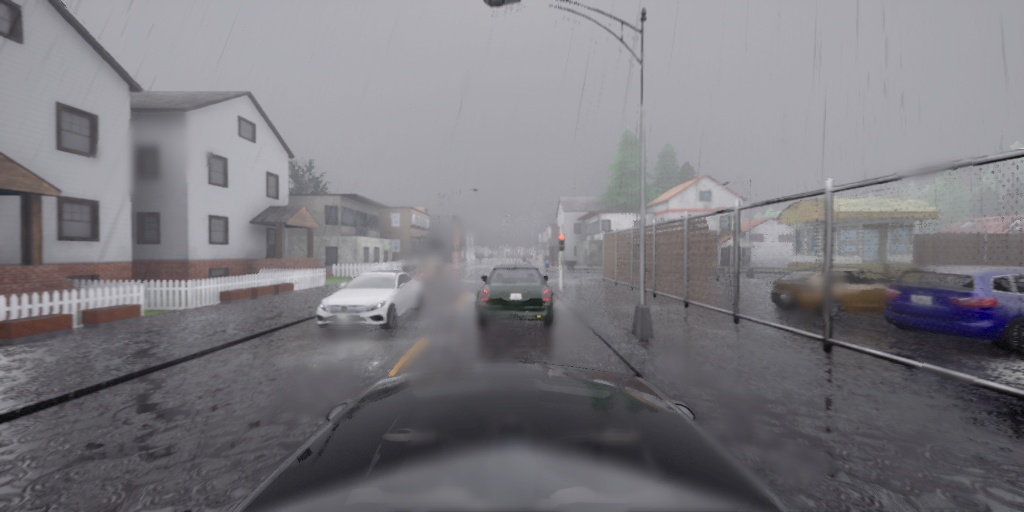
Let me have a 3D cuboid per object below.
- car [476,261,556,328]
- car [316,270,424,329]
[{"bbox_3d":[0.094,1.006,11.182,2.097,1.767,4.553,0,1,0],"label":"car"},{"bbox_3d":[-4.009,1.183,10.949,1.812,1.442,4.674,0,1,0],"label":"car"}]
